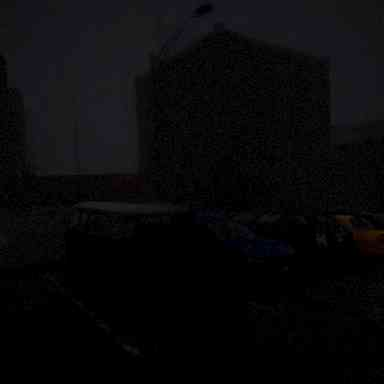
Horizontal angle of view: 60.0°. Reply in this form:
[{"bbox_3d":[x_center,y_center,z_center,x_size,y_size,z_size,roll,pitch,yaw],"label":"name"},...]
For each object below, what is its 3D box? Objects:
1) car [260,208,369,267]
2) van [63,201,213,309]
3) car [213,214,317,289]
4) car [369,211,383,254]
[{"bbox_3d":[2.936,1.355,11.059,2.185,1.767,4.553,0,0,-35],"label":"car"},{"bbox_3d":[-1.681,1.231,7.947,1.878,1.987,4.442,0,0,-35],"label":"van"},{"bbox_3d":[0.642,1.459,9.468,2.097,1.535,5.008,0,0,-35],"label":"car"},{"bbox_3d":[5.185,1.505,12.929,1.946,1.575,5.366,1,0,-35],"label":"car"}]
